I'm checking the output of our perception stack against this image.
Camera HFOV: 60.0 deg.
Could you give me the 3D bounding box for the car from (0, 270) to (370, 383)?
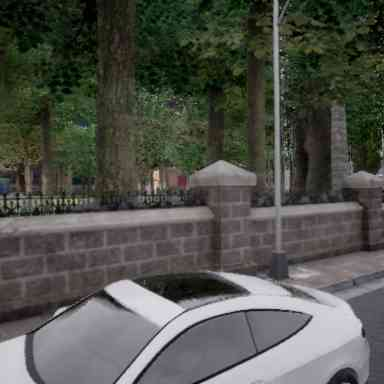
[{"bbox_3d":[-0.290,1.526,2.854,4.674,1.442,1.812,0,0,-35],"label":"car"}]
